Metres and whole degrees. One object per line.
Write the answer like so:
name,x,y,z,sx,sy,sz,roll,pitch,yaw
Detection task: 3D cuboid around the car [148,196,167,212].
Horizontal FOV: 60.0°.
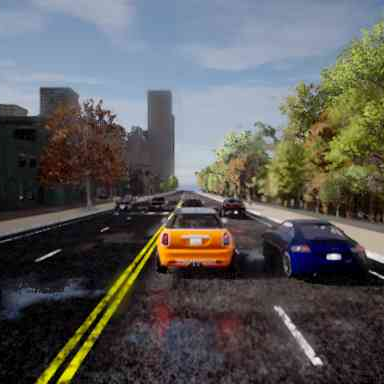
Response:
car,-3.396,1.228,34.599,1.837,1.490,4.892,0,0,0

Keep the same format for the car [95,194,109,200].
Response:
car,-20.718,1.195,78.555,4.313,1.339,1.947,-1,2,-1

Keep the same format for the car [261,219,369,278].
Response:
car,3.347,1.484,9.847,1.994,1.385,4.181,0,0,0

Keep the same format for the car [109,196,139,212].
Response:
car,-6.644,1.218,34.116,2.128,1.511,4.902,0,0,0

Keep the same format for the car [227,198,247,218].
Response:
car,3.338,1.282,27.703,1.837,1.490,4.892,0,0,0

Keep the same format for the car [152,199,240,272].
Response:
car,0.098,1.266,10.619,2.097,1.767,4.553,0,0,0
